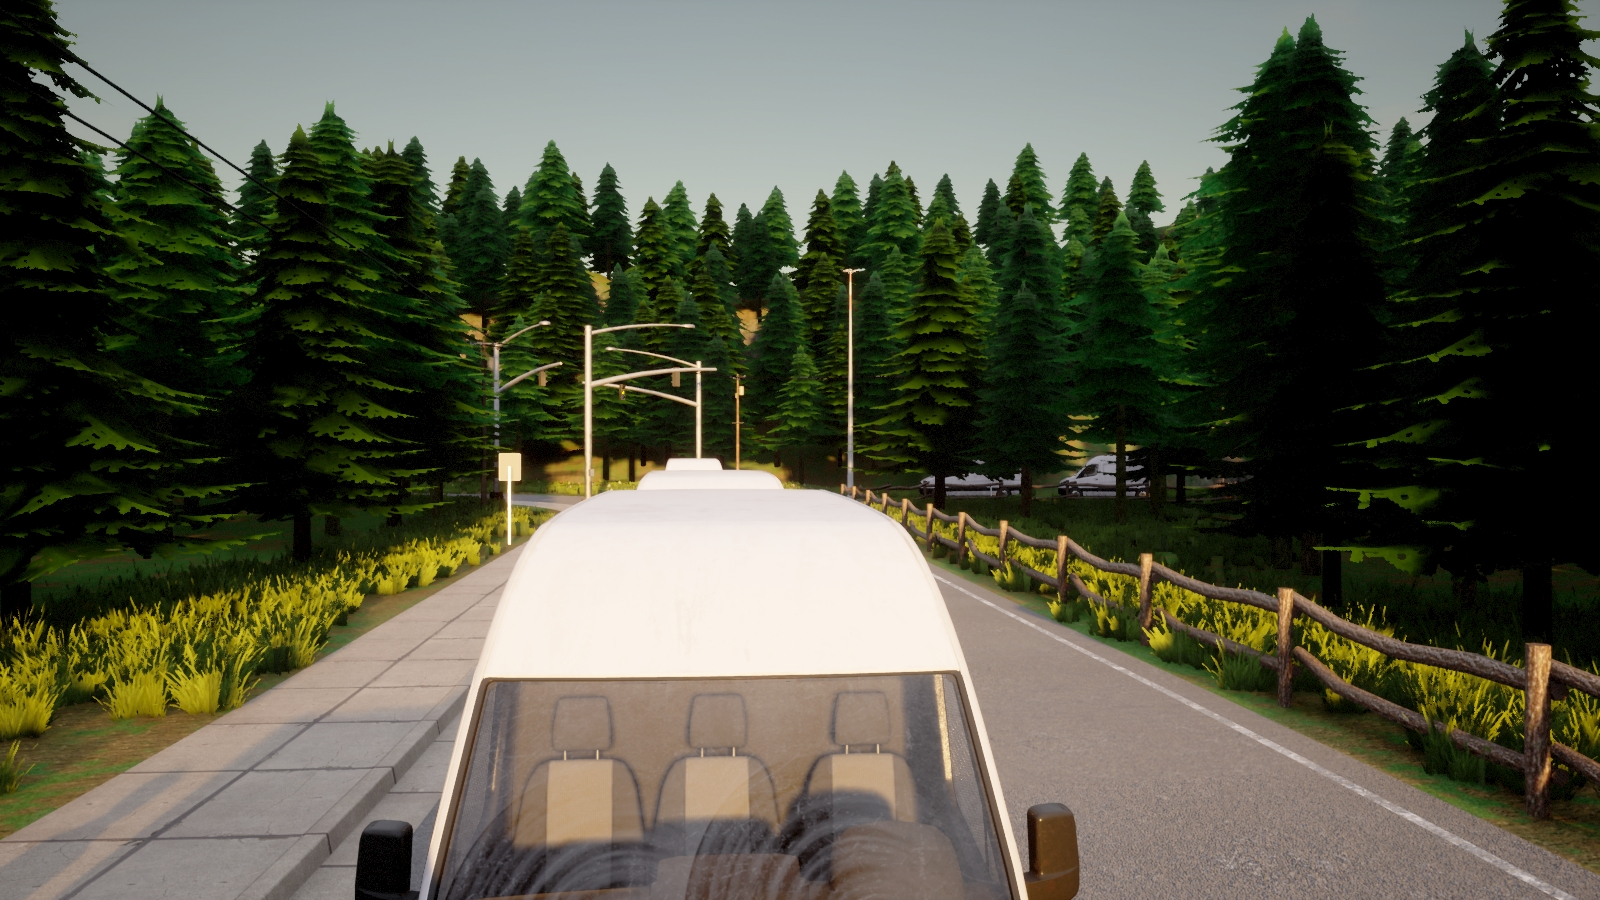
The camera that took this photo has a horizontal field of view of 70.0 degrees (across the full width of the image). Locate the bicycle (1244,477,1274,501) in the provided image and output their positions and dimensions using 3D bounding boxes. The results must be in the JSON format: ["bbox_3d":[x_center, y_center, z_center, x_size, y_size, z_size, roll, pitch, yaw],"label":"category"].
[{"bbox_3d":[25.303,2.158,62.944,1.487,1.276,0.859,0,0,27],"label":"bicycle"}]

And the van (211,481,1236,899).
[{"bbox_3d":[-0.350,1.499,5.168,1.988,2.561,5.915,0,0,-5],"label":"van"}]
